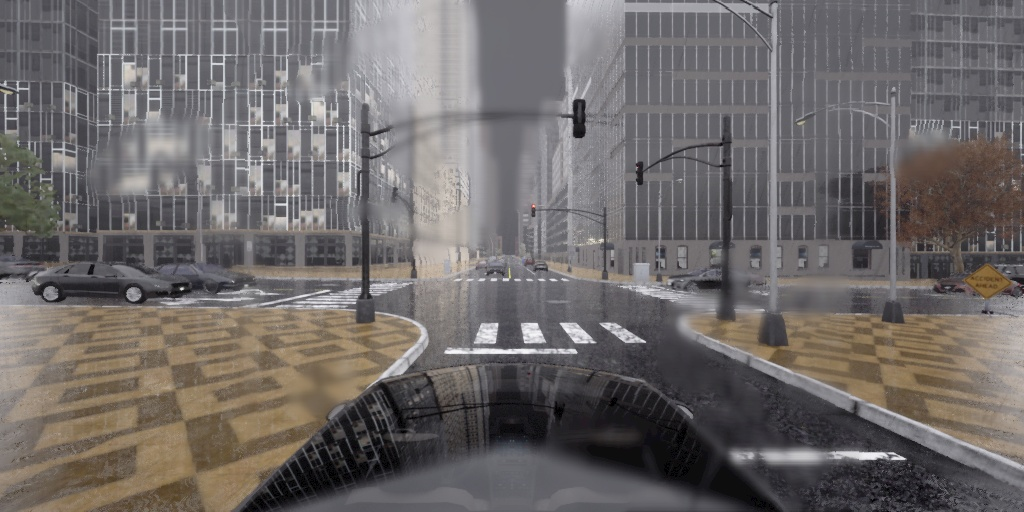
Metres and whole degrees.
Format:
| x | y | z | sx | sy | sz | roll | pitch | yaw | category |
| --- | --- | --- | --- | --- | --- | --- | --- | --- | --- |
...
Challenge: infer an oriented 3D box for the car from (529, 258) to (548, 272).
| x | y | z | sx | sy | sz | roll | pitch | yaw | category |
| --- | --- | --- | --- | --- | --- | --- | --- | --- | --- |
| 3.663 | 1.329 | 46.708 | 1.948 | 1.339 | 4.313 | 0 | 0 | -1 | car |

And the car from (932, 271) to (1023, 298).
| x | y | z | sx | sy | sz | roll | pitch | yaw | category |
| --- | --- | --- | --- | --- | --- | --- | --- | --- | --- |
| 29.944 | 1.879 | 23.112 | 4.181 | 1.385 | 1.994 | 1 | 0 | -3 | car |

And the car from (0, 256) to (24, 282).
| x | y | z | sx | sy | sz | roll | pitch | yaw | category |
| --- | --- | --- | --- | --- | --- | --- | --- | --- | --- |
| -29.342 | 0.728 | 20.017 | 4.902 | 1.511 | 2.128 | 1 | 0 | -3 | car |

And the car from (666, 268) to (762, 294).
| x | y | z | sx | sy | sz | roll | pitch | yaw | category |
| --- | --- | --- | --- | --- | --- | --- | --- | --- | --- |
| 12.142 | 1.487 | 22.183 | 4.902 | 1.511 | 2.128 | 1 | 0 | -3 | car |

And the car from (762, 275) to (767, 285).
| x | y | z | sx | sy | sz | roll | pitch | yaw | category |
| --- | --- | --- | --- | --- | --- | --- | --- | --- | --- |
| 15.102 | 1.596 | 25.592 | 5.357 | 1.411 | 2.033 | 1 | 0 | -3 | car |

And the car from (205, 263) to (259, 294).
| x | y | z | sx | sy | sz | roll | pitch | yaw | category |
| --- | --- | --- | --- | --- | --- | --- | --- | --- | --- |
| -15.441 | 1.040 | 17.319 | 5.357 | 1.411 | 2.033 | 1 | 0 | 0 | car |

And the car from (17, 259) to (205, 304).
| x | y | z | sx | sy | sz | roll | pitch | yaw | category |
| --- | --- | --- | --- | --- | --- | --- | --- | --- | --- |
| -15.428 | 0.998 | 14.030 | 4.892 | 1.490 | 1.837 | 1 | 0 | -3 | car |

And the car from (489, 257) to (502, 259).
| x | y | z | sx | sy | sz | roll | pitch | yaw | category |
| --- | --- | --- | --- | --- | --- | --- | --- | --- | --- |
| -1.822 | 1.268 | 49.393 | 1.837 | 1.490 | 4.892 | 0 | 0 | 0 | car |

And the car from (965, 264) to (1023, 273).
| x | y | z | sx | sy | sz | roll | pitch | yaw | category |
| --- | --- | --- | --- | --- | --- | --- | --- | --- | --- |
| 36.075 | 1.646 | 26.683 | 5.566 | 2.045 | 2.150 | 1 | 0 | -3 | car |

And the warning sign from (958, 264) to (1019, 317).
| x | y | z | sx | sy | sz | roll | pitch | yaw | category |
| --- | --- | --- | --- | --- | --- | --- | --- | --- | --- |
| 17.212 | 1.204 | 12.986 | 1.060 | 1.860 | 1.300 | 0 | 0 | -3 | warning sign |

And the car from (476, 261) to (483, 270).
| x | y | z | sx | sy | sz | roll | pitch | yaw | category |
| --- | --- | --- | --- | --- | --- | --- | --- | --- | --- |
| -4.322 | 1.342 | 52.153 | 1.802 | 1.307 | 4.207 | 0 | 0 | -1 | car |

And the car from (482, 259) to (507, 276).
| x | y | z | sx | sy | sz | roll | pitch | yaw | category |
| --- | --- | --- | --- | --- | --- | --- | --- | --- | --- |
| -1.715 | 1.314 | 38.497 | 2.033 | 1.411 | 5.357 | 0 | 0 | -1 | car |
